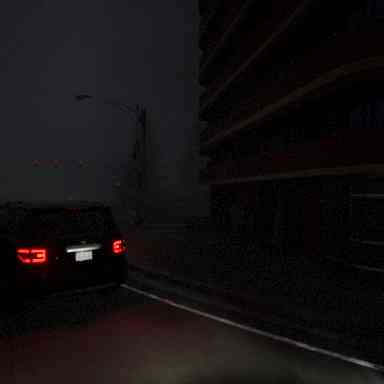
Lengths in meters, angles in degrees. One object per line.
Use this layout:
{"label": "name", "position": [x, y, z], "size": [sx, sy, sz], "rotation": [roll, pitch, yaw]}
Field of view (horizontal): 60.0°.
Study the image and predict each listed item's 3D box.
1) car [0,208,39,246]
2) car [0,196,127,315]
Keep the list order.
{"label": "car", "position": [-8.473, 1.564, 15.906], "size": [1.994, 1.385, 4.181], "rotation": [0, 0, -26]}
{"label": "car", "position": [-3.610, 1.221, 7.932], "size": [2.150, 2.045, 5.566], "rotation": [0, 0, -40]}
